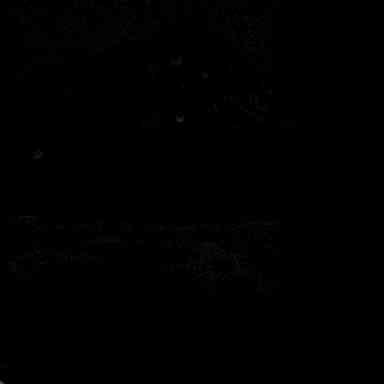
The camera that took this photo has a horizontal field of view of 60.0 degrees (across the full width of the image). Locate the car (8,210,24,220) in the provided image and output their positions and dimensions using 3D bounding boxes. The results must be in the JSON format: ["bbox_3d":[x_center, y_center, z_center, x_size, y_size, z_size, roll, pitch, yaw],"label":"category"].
[{"bbox_3d":[-21.785,2.607,37.921,1.882,1.535,5.008,-4,1,27],"label":"car"}]
